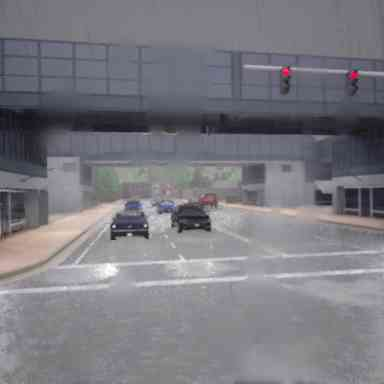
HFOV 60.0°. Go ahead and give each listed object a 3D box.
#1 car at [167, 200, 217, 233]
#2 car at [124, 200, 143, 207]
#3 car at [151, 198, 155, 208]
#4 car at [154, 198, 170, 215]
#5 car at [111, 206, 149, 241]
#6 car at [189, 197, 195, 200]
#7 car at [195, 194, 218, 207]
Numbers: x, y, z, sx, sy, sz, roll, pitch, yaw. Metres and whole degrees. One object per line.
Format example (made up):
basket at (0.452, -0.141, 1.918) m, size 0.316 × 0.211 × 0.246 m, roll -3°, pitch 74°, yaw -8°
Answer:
car at (-0.144, 1.513, 20.267) m, size 1.882 × 1.535 × 5.008 m, roll -1°, pitch 0°, yaw -10°
car at (-6.589, 1.642, 37.544) m, size 1.882 × 1.535 × 5.008 m, roll -1°, pitch 0°, yaw -9°
car at (-5.418, 1.666, 52.222) m, size 1.837 × 1.490 × 4.892 m, roll -1°, pitch 0°, yaw -10°
car at (-2.650, 1.574, 35.198) m, size 1.882 × 1.535 × 5.008 m, roll -1°, pitch 0°, yaw -9°
car at (-3.245, 1.683, 17.621) m, size 1.895 × 1.301 × 4.718 m, roll -1°, pitch 0°, yaw -10°
car at (0.530, 1.641, 59.058) m, size 1.994 × 1.385 × 4.181 m, roll -1°, pitch 0°, yaw -10°
car at (2.320, 1.254, 48.652) m, size 2.150 × 2.045 × 5.566 m, roll -1°, pitch 0°, yaw -7°
